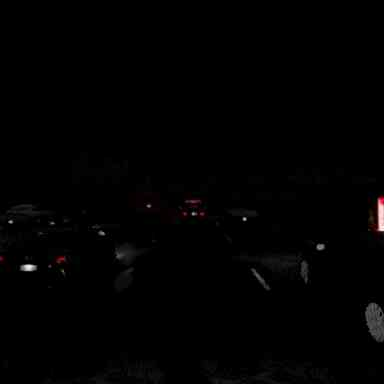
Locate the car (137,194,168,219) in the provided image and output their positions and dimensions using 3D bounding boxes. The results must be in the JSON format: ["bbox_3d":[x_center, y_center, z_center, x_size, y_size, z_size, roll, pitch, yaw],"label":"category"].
[{"bbox_3d":[-3.401,1.171,28.921,2.150,2.045,5.566,0,0,0],"label":"car"}]

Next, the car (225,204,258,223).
[{"bbox_3d":[3.599,1.555,25.015,1.895,1.301,4.718,0,0,0],"label":"car"}]

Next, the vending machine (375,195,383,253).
[{"bbox_3d":[7.567,1.172,12.305,1.100,2.100,0.880,0,0,0],"label":"vending machine"}]

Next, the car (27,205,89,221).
[{"bbox_3d":[-6.901,1.532,18.307,1.994,1.385,4.181,0,0,0],"label":"car"}]

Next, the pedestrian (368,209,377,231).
[{"bbox_3d":[7.261,1.216,13.359,0.500,1.100,0.500,0,0,0],"label":"pedestrian"}]

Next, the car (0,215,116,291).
[{"bbox_3d":[-3.407,1.548,8.959,1.994,1.385,4.181,0,0,0],"label":"car"}]

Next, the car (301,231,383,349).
[{"bbox_3d":[3.598,1.466,6.240,1.882,1.535,5.008,0,0,0],"label":"car"}]

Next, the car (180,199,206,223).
[{"bbox_3d":[0.100,1.503,24.748,2.033,1.411,5.357,0,0,0],"label":"car"}]

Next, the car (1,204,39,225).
[{"bbox_3d":[-10.400,1.488,21.466,1.812,1.442,4.674,0,0,0],"label":"car"}]

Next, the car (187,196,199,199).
[{"bbox_3d":[0.100,1.277,41.554,2.097,1.767,4.553,0,0,0],"label":"car"}]
